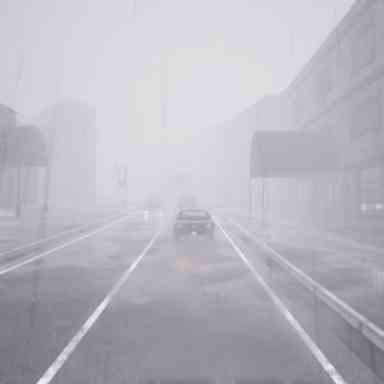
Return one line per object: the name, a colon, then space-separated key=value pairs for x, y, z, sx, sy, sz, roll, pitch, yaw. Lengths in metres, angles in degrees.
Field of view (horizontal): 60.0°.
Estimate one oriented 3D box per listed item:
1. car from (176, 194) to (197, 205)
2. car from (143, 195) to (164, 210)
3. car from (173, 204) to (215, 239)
car: x=-0.681 y=0.996 z=38.194 sx=2.097 sy=1.767 sz=4.553 roll=0 pitch=1 yaw=-7
car: x=-4.220 y=1.157 z=36.534 sx=1.837 sy=1.490 sz=4.892 roll=1 pitch=1 yaw=-6
car: x=0.092 y=1.531 z=16.952 sx=1.895 sy=1.301 sz=4.718 roll=0 pitch=0 yaw=0
